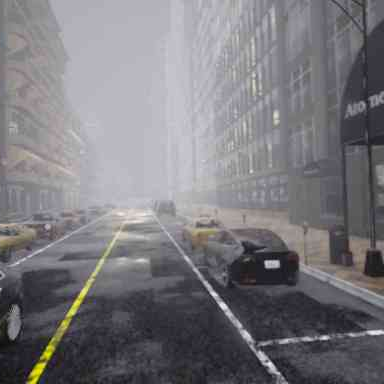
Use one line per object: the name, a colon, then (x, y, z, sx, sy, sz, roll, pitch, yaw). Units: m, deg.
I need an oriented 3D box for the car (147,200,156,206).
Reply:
car: (-9.929, 2.779, 81.905, 1.947, 1.339, 4.313, 0, -1, -9)

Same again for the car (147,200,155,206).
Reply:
car: (-10.803, 2.864, 87.488, 1.947, 1.339, 4.313, 0, -1, -9)

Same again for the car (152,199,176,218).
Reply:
car: (-2.938, 1.840, 37.247, 2.192, 1.841, 5.009, 0, -1, -9)

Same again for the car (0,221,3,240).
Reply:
car: (-6.845, 1.576, 8.037, 2.192, 1.841, 5.009, 0, -1, -9)

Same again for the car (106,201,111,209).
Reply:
car: (-12.935, 2.399, 46.944, 1.752, 1.417, 4.829, 0, -1, -9)

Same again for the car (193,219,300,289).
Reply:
car: (1.434, 1.648, 9.330, 1.947, 1.339, 4.313, 0, -1, -9)

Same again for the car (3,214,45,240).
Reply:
car: (-7.691, 1.872, 13.448, 1.752, 1.417, 4.829, 0, -1, -9)

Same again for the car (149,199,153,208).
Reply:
car: (-4.686, 2.014, 48.413, 2.192, 1.841, 5.009, 0, -1, -9)

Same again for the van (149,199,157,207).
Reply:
van: (-9.056, 2.469, 76.326, 1.690, 1.788, 3.998, 0, -1, -9)

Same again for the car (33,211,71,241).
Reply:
car: (-8.592, 1.878, 19.199, 1.967, 1.590, 4.097, 0, -1, -9)

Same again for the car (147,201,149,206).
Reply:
car: (-8.181, 2.482, 70.741, 1.967, 1.590, 4.097, 0, -1, -9)

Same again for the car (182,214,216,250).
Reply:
car: (0.533, 1.699, 15.082, 1.752, 1.417, 4.829, 0, -1, -9)

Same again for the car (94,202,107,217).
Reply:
car: (-12.088, 2.335, 41.530, 1.887, 1.381, 4.507, 0, -1, -9)

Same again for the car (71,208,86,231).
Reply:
car: (-9.465, 2.071, 24.782, 1.887, 1.381, 4.507, 0, -1, -9)

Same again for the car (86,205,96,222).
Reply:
car: (-10.339, 2.181, 30.364, 1.947, 1.339, 4.313, 0, -1, -9)

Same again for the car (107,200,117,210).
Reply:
car: (-15.585, 2.450, 63.864, 2.192, 1.841, 5.009, 0, -1, -9)

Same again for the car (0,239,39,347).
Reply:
car: (-3.459, 1.635, 3.708, 1.837, 1.490, 4.892, -1, -1, -9)
